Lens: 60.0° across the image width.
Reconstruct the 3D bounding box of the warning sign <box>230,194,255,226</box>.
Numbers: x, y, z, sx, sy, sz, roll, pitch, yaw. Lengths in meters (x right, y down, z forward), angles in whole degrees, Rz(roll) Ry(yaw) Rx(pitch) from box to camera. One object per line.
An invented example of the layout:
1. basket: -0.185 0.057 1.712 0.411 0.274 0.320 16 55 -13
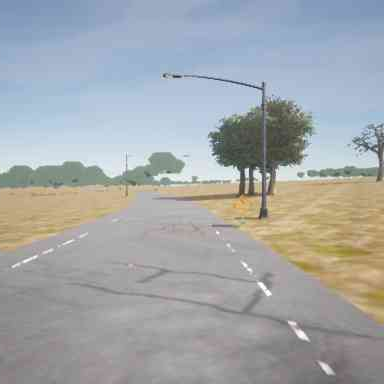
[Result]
1. warning sign: 3.115 1.081 20.528 1.300 1.860 1.060 0 1 -2
